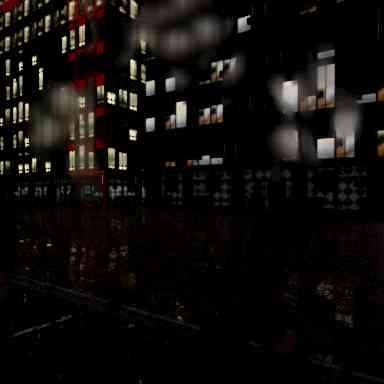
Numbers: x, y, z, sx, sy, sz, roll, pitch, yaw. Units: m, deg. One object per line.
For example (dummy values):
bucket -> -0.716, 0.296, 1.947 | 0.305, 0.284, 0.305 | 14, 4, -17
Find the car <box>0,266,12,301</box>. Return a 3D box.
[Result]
car -> -5.570, 1.525, 6.842 | 4.829, 1.417, 1.752 | 0, 0, 36
